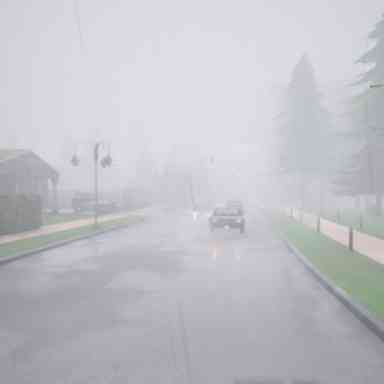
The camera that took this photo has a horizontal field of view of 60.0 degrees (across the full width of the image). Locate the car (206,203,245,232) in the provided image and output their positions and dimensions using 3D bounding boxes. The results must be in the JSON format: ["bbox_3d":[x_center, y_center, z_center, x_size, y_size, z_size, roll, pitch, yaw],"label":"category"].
[{"bbox_3d":[2.117,1.530,19.465,1.895,1.301,4.718,0,0,8],"label":"car"}]

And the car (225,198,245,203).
[{"bbox_3d":[4.554,1.374,35.635,1.837,1.490,4.892,0,-1,9],"label":"car"}]

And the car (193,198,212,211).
[{"bbox_3d":[1.292,1.376,38.189,1.812,1.442,4.674,0,0,9],"label":"car"}]

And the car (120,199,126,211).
[{"bbox_3d":[-8.960,1.004,32.808,4.605,1.855,1.932,0,0,8],"label":"car"}]

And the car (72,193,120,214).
[{"bbox_3d":[-8.947,1.016,30.264,3.866,1.878,1.905,0,0,8],"label":"car"}]
